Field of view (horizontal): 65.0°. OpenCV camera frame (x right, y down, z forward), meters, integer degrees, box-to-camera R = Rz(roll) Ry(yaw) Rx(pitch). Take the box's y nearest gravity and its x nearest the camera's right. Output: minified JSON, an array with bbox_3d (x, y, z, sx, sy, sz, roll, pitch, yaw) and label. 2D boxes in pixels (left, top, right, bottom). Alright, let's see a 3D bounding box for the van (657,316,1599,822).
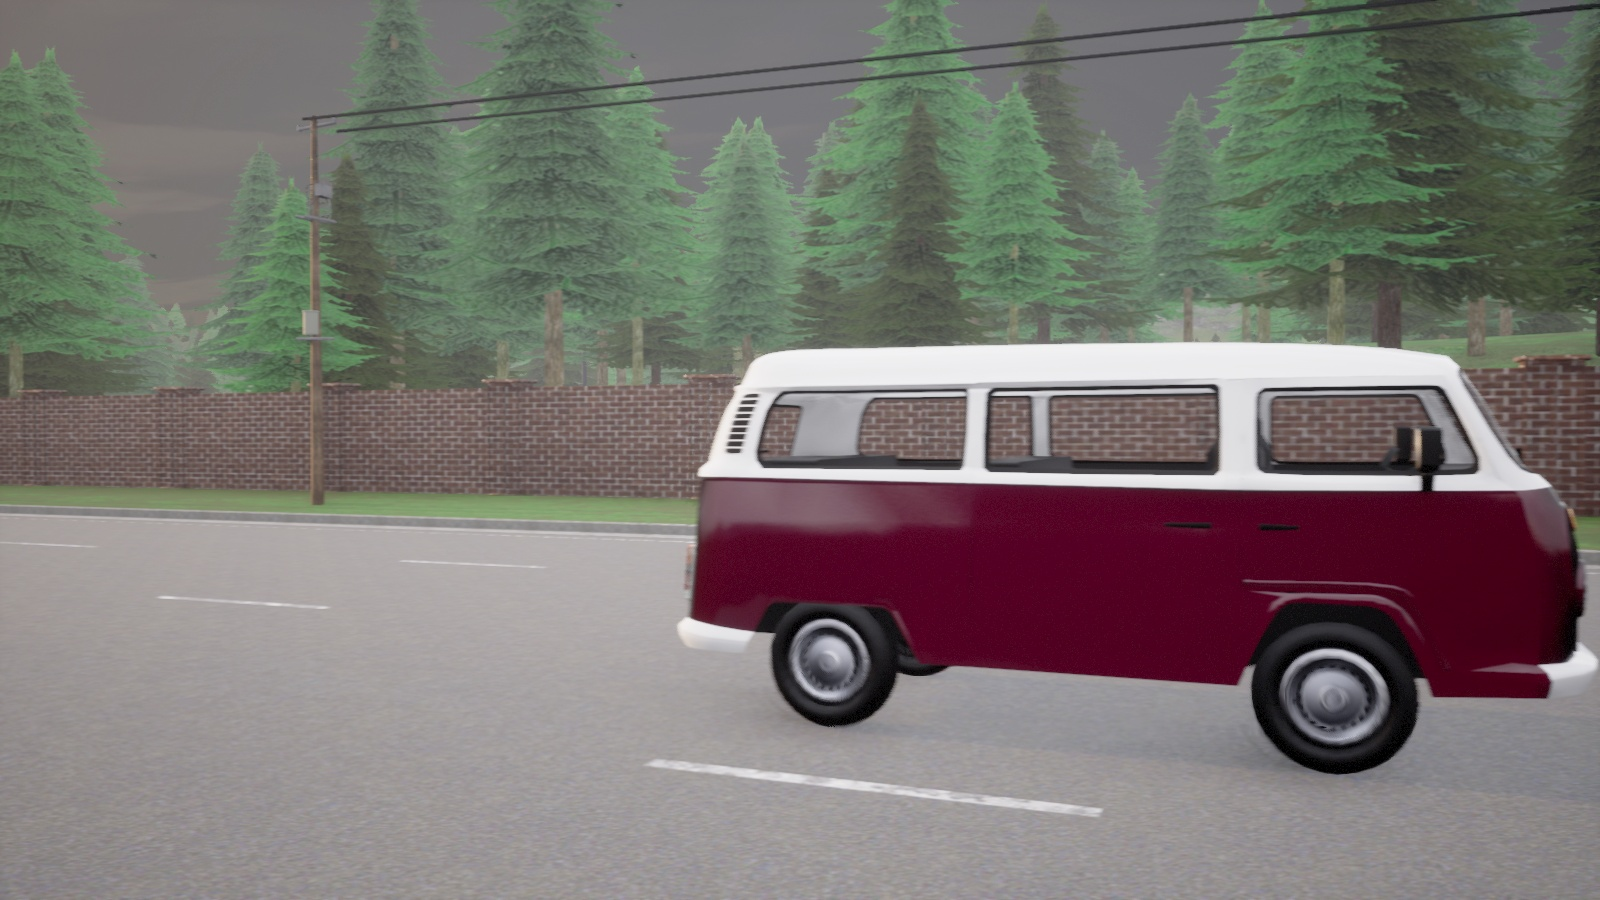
[{"bbox_3d":[1.700,0.446,6.811,4.480,2.038,2.069,1,1,23],"label":"van"}]
